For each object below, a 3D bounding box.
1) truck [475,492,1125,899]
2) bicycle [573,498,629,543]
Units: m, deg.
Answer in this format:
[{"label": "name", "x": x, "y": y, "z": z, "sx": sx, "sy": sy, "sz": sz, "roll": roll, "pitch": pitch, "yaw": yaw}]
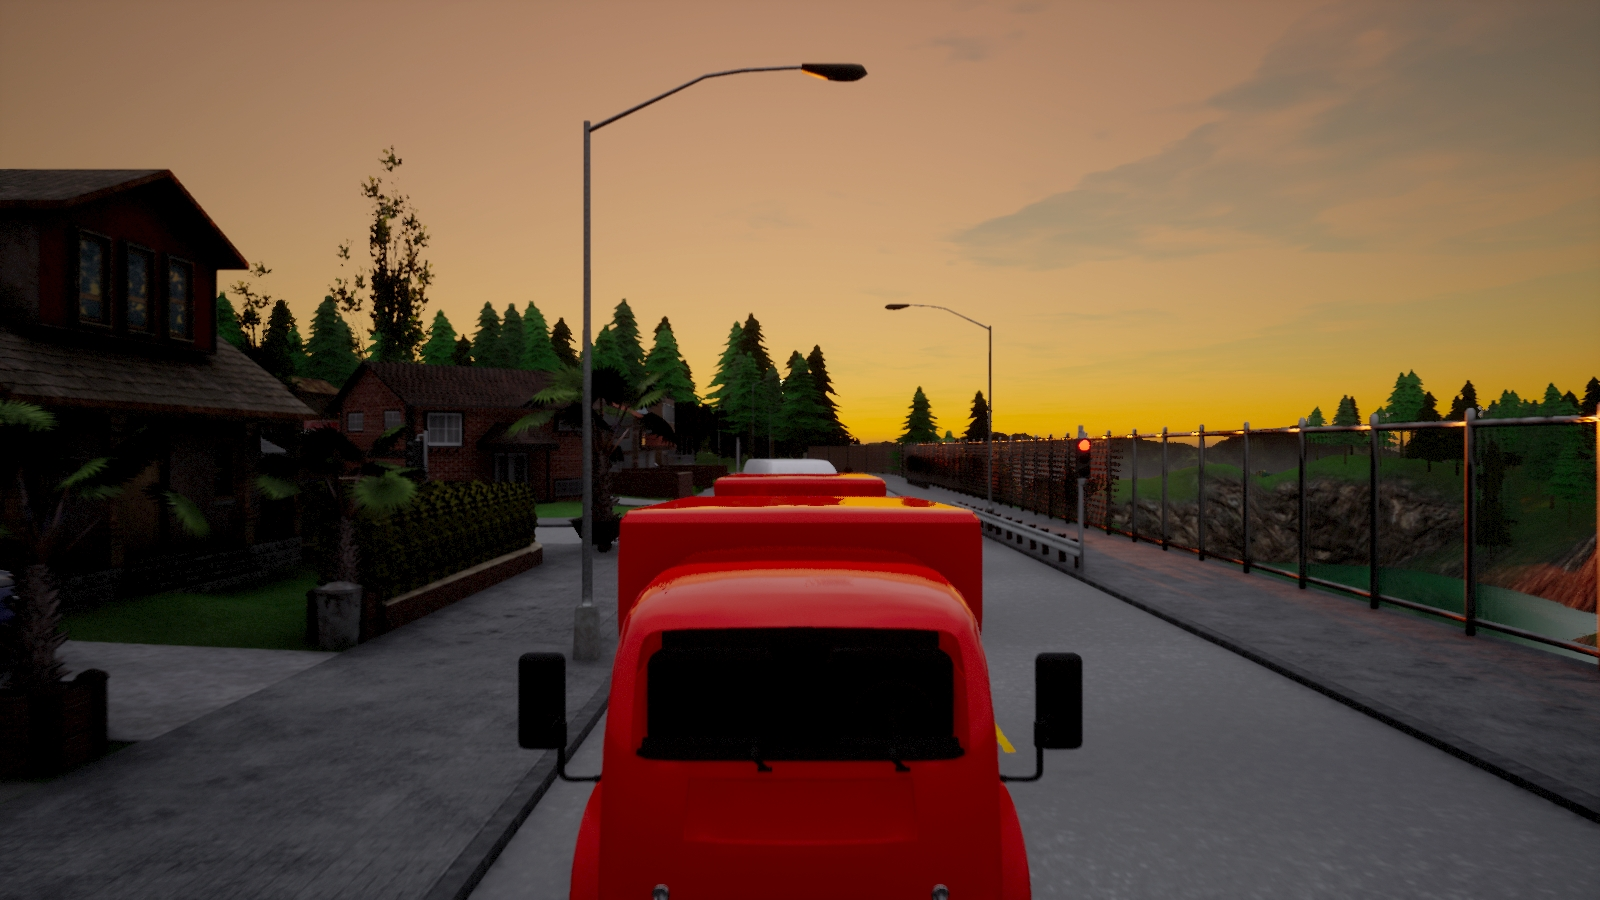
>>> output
[{"label": "truck", "x": -0.002, "y": 1.569, "z": 7.221, "sx": 2.627, "sy": 2.467, "sz": 5.204, "roll": 0, "pitch": -1, "yaw": 0}, {"label": "bicycle", "x": -6.034, "y": 2.131, "z": 34.690, "sx": 1.487, "sy": 1.276, "sz": 0.859, "roll": 0, "pitch": 0, "yaw": 8}]
